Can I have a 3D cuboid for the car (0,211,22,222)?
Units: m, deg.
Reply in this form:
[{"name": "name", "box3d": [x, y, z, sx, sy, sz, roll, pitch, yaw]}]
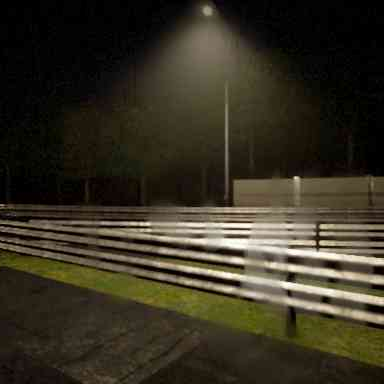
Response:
[{"name": "car", "box3d": [-12.563, 1.661, 19.455, 4.718, 1.301, 1.895, 1, 0, 12]}]
